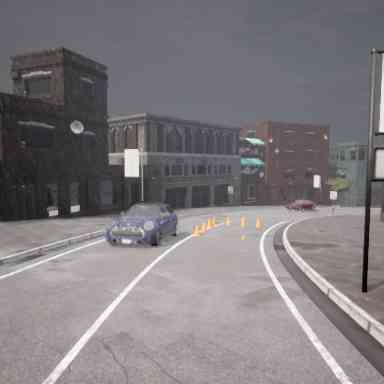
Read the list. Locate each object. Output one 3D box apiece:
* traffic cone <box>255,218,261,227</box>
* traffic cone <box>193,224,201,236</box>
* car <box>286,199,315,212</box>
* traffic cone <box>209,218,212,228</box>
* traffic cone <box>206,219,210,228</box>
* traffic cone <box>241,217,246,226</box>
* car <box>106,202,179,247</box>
[{"bbox_3d":[4.436,2.026,22.266,0.340,0.580,0.340,2,0,12],"label":"traffic cone"},{"bbox_3d":[0.264,1.942,17.020,0.340,0.580,0.340,1,0,12],"label":"traffic cone"},{"bbox_3d":[14.074,1.689,42.987,5.008,1.535,1.882,2,2,-42],"label":"car"},{"bbox_3d":[1.097,1.942,20.932,0.340,0.580,0.340,1,0,12],"label":"traffic cone"},{"bbox_3d":[0.681,1.943,18.976,0.340,0.580,0.340,1,0,12],"label":"traffic cone"},{"bbox_3d":[3.462,1.996,22.470,0.340,0.580,0.340,2,0,12],"label":"traffic cone"},{"bbox_3d":[-2.055,1.310,15.007,2.097,1.767,4.553,1,0,12],"label":"car"}]
